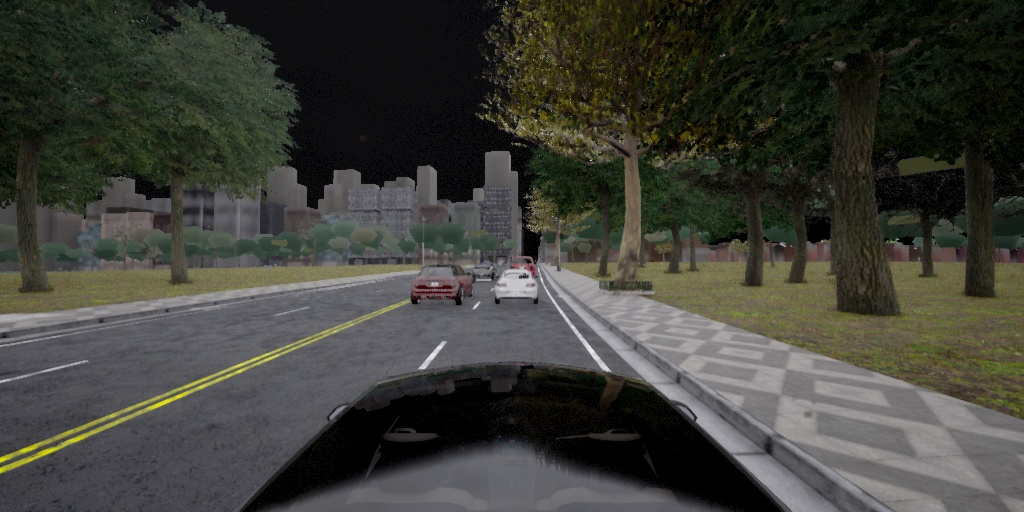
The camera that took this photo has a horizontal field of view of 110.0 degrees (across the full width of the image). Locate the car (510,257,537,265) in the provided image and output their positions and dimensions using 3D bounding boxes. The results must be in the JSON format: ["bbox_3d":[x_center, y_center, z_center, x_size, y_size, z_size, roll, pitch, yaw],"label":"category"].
[{"bbox_3d":[0.955,1.085,31.185,2.150,2.045,5.566,0,0,4],"label":"car"}]

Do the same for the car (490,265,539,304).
[{"bbox_3d":[0.238,1.305,16.323,1.812,1.442,4.674,0,0,2],"label":"car"}]

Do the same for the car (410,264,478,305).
[{"bbox_3d":[-3.012,1.140,16.399,2.097,1.767,4.553,0,0,2],"label":"car"}]

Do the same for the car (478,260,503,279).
[{"bbox_3d":[-2.290,1.326,31.362,2.128,1.511,4.902,0,0,4],"label":"car"}]
